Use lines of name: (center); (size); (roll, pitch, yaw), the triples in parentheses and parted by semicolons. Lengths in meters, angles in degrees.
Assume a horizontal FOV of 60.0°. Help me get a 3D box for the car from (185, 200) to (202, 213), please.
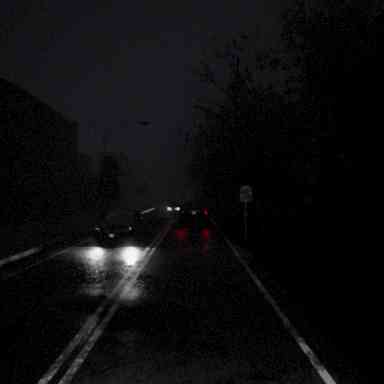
car: (0.191, 1.796, 41.609); (2.033, 1.411, 5.357); (0, -1, 0)

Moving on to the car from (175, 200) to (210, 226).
car: (0.132, 1.409, 23.668); (2.097, 1.767, 4.553); (0, -1, 0)

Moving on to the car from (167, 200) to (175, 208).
car: (-3.144, 2.031, 57.306); (1.895, 1.301, 4.718); (0, -1, 1)

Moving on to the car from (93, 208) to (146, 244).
car: (-3.334, 1.537, 16.111); (1.812, 1.442, 4.674); (0, 0, 0)
